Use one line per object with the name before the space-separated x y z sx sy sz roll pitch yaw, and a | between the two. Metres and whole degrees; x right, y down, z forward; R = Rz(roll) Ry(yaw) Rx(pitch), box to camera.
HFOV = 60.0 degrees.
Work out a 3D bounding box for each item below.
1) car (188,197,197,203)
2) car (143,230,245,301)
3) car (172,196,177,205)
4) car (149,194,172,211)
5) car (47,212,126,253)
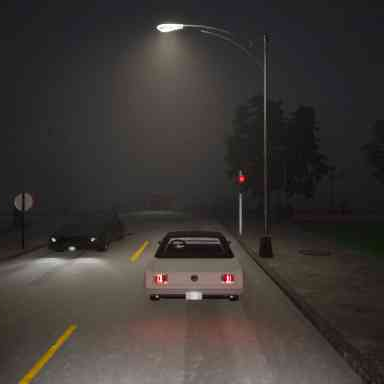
car | 0.035 1.601 69.468 1.895 1.301 4.718 0 0 0
car | 0.061 1.601 8.278 1.895 1.301 4.718 0 0 0
car | -4.050 1.506 58.289 1.837 1.490 4.892 0 0 0
car | -4.075 1.221 41.889 2.150 2.045 5.566 0 0 0
car | -4.093 1.548 14.011 2.033 1.411 5.357 0 0 0
